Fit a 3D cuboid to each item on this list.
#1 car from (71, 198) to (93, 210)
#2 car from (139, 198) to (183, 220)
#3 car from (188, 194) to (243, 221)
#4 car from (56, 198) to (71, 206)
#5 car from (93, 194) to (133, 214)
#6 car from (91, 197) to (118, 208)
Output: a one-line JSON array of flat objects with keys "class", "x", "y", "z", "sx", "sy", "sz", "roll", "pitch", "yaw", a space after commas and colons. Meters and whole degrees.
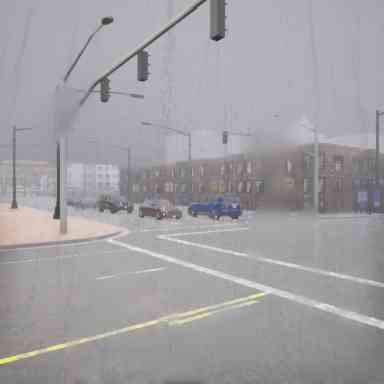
[{"class": "car", "x": -14.213, "y": 1.526, "z": 44.300, "sx": 1.812, "sy": 1.442, "sz": 4.674, "roll": 0, "pitch": 0, "yaw": -35}, {"class": "car", "x": -2.709, "y": 1.352, "z": 28.266, "sx": 2.097, "sy": 1.767, "sz": 4.553, "roll": 0, "pitch": 0, "yaw": -35}, {"class": "car", "x": 1.848, "y": 1.221, "z": 27.537, "sx": 2.150, "sy": 2.045, "sz": 5.566, "roll": 0, "pitch": 0, "yaw": -31}, {"class": "car", "x": -20.014, "y": 1.564, "z": 52.429, "sx": 1.994, "sy": 1.385, "sz": 4.181, "roll": 0, "pitch": 0, "yaw": -35}, {"class": "car", "x": -8.422, "y": 1.221, "z": 36.205, "sx": 2.150, "sy": 2.045, "sz": 5.566, "roll": 0, "pitch": 0, "yaw": -36}, {"class": "car", "x": -12.839, "y": 1.547, "z": 48.699, "sx": 2.033, "sy": 1.411, "sz": 5.357, "roll": 0, "pitch": 0, "yaw": -36}]
